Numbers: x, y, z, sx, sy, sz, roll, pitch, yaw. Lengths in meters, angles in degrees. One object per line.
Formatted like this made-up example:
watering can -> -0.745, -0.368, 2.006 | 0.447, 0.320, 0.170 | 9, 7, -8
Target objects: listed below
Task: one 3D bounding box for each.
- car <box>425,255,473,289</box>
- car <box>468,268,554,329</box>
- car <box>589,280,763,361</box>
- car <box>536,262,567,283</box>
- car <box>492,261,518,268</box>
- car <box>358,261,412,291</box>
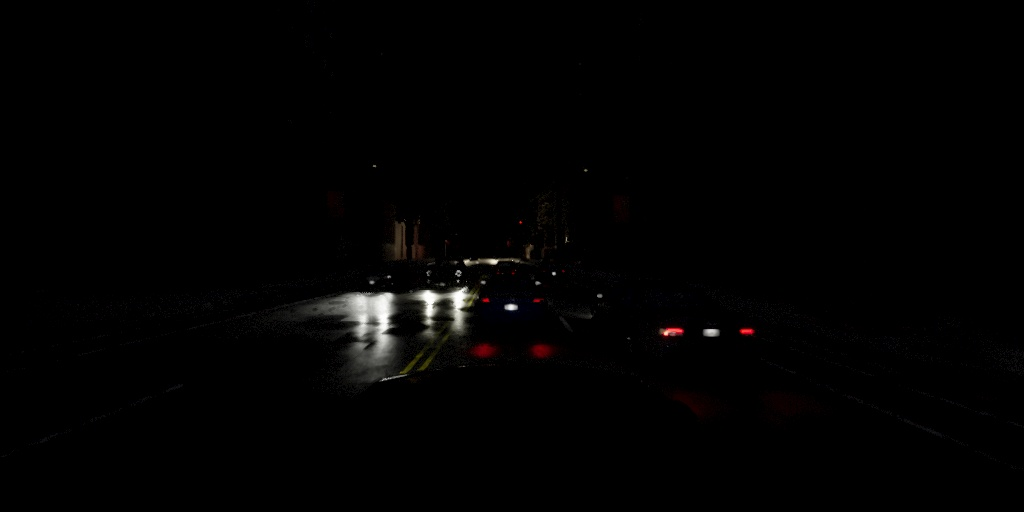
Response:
car -> -3.716, 0.899, 21.159 | 2.097, 1.767, 4.553 | 1, 1, -2
car -> -0.046, 1.234, 10.947 | 1.994, 1.385, 4.181 | 1, 0, -1
car -> 3.234, 1.274, 8.353 | 2.033, 1.411, 5.357 | 1, 1, 0
car -> 2.765, 1.139, 26.217 | 1.994, 1.385, 4.181 | 1, 0, -2
car -> -0.518, 1.061, 26.853 | 1.812, 1.442, 4.674 | 1, 0, -2
car -> -6.932, 1.016, 20.027 | 2.128, 1.511, 4.902 | 1, 0, -2
